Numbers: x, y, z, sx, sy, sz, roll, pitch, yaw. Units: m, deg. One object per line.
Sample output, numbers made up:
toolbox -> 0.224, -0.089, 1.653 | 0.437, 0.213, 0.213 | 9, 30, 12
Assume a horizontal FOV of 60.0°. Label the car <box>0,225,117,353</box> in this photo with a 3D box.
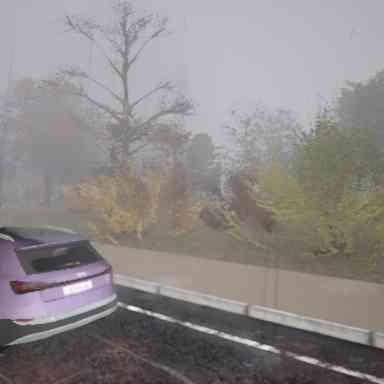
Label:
car -> -3.434, 1.415, 6.049 | 4.856, 1.649, 2.033 | 0, 0, 36
